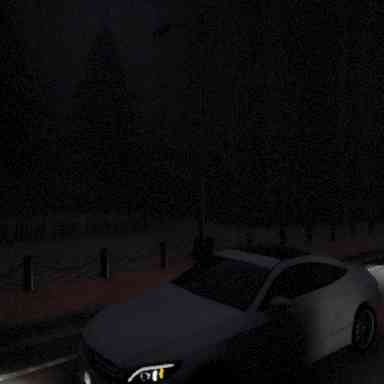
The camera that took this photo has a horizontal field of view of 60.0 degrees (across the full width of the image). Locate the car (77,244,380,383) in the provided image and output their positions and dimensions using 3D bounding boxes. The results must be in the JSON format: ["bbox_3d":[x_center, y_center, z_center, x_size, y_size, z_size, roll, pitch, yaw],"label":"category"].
[{"bbox_3d":[0.863,1.534,4.611,4.674,1.442,1.812,0,0,-37],"label":"car"}]
